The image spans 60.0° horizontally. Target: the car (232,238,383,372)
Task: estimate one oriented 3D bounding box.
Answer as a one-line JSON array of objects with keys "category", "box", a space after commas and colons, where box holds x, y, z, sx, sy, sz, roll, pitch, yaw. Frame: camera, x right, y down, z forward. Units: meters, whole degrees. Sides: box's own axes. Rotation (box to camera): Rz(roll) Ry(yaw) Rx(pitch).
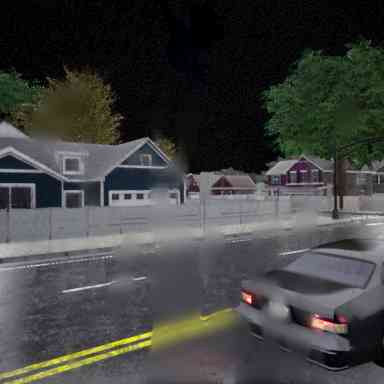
[{"category": "car", "box": [3.143, 1.539, 5.709, 5.357, 1.411, 2.033, 0, 0, -36]}]
